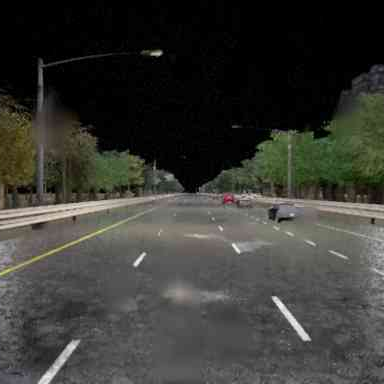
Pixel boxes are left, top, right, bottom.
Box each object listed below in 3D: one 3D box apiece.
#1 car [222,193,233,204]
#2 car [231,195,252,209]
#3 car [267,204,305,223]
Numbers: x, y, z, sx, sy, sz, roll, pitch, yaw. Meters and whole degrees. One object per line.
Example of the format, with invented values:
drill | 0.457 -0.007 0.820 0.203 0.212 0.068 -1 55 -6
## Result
car | 7.185 1.230 66.243 2.150 2.045 5.566 0 0 0
car | 7.110 1.497 46.232 2.128 1.511 4.902 0 0 0
car | 7.037 1.570 25.344 1.994 1.385 4.181 0 0 0
